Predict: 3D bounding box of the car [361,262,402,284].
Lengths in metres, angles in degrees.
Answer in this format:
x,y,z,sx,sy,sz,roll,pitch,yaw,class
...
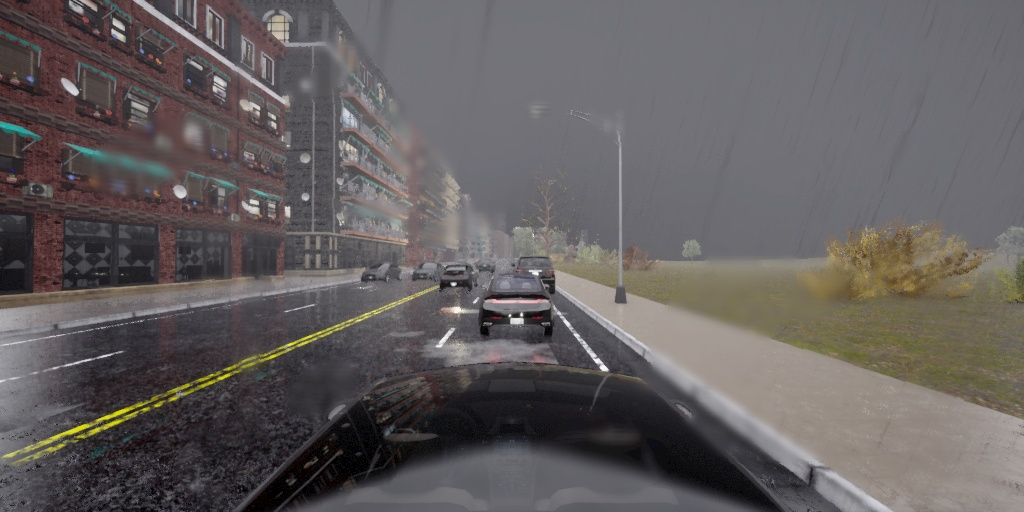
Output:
x,y,z,sx,sy,sz,roll,pitch,yaw,class
-9.826,1.258,27.341,1.837,1.490,4.892,0,0,0,car

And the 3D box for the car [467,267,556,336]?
x,y,z,sx,sy,sz,roll,pitch,yaw,class
0.110,1.243,10.429,2.128,1.511,4.902,0,0,0,car

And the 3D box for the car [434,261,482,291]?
x,y,z,sx,sy,sz,roll,pitch,yaw,class
-3.131,1.257,21.687,1.837,1.490,4.892,0,0,0,car

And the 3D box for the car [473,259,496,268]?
x,y,z,sx,sy,sz,roll,pitch,yaw,class
-3.111,1.107,43.268,2.097,1.767,4.553,0,0,0,car

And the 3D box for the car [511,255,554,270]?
x,y,z,sx,sy,sz,roll,pitch,yaw,class
1.156,0.978,20.298,2.150,2.045,5.566,0,0,0,car

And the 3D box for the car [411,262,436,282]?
x,y,z,sx,sy,sz,roll,pitch,yaw,class
-6.575,1.258,28.557,1.837,1.490,4.892,0,0,0,car
